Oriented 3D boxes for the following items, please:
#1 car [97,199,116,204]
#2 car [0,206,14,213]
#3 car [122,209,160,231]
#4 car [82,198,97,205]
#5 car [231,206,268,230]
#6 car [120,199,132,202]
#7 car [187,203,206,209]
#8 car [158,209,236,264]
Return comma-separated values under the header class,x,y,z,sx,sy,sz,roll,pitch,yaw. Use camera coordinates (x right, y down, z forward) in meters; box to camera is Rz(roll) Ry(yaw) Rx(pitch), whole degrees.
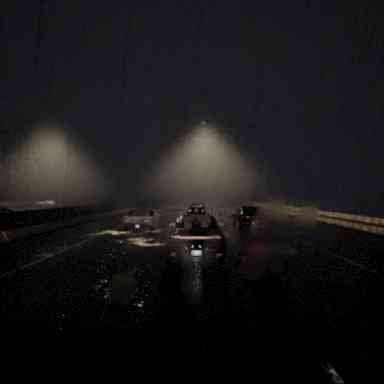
class,x,y,z,sx,sy,sz,roll,pitch,yaw
car,-16.237,2.032,64.525,1.882,1.535,5.008,0,0,3
car,-13.925,1.697,22.823,1.812,1.442,4.674,0,0,1
car,-3.226,1.770,22.114,1.895,1.301,4.718,0,0,1
car,-19.731,1.908,64.569,2.097,1.767,4.553,0,-1,2
car,3.779,1.679,22.256,1.837,1.490,4.892,0,0,1
car,-12.740,2.057,64.451,1.837,1.490,4.892,0,0,3
car,0.481,1.817,33.953,2.033,1.411,5.357,0,0,1
car,0.160,1.585,12.185,2.128,1.511,4.902,0,0,1
